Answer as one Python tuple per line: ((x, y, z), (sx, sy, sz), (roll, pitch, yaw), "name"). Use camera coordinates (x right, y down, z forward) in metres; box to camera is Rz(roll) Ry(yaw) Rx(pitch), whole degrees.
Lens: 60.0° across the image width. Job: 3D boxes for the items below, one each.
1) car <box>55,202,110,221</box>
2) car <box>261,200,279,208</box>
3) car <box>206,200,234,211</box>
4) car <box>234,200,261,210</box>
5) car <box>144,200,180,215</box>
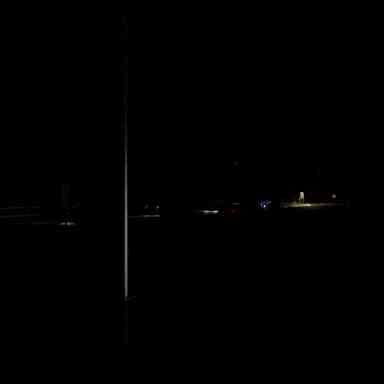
((-9.618, 1.688, 29.446), (1.882, 1.535, 5.008), (-1, -1, 35), "car")
((13.485, 2.113, 57.666), (1.895, 1.301, 4.718), (-1, -1, 35), "car")
((3.825, 1.952, 48.706), (1.812, 1.442, 4.674), (-1, -1, 35), "car")
((7.792, 1.914, 49.400), (2.128, 1.511, 4.902), (-1, -1, 35), "car")
((-3.392, 1.665, 38.399), (2.097, 1.767, 4.553), (-1, -1, 35), "car")
